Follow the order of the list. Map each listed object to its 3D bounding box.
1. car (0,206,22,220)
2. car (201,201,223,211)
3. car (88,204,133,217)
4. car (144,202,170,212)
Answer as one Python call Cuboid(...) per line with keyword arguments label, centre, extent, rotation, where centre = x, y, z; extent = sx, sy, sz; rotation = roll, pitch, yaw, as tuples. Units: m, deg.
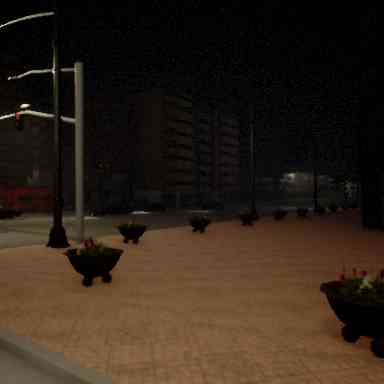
Cuboid(label="car", centre=(-18.318, 1.951, 30.316), extent=(1.895, 1.301, 4.718), rotation=(0, -1, 35))
Cuboid(label="car", centre=(3.329, 2.263, 54.899), extent=(1.882, 1.535, 5.008), rotation=(0, -1, 35))
Cuboid(label="car", centre=(-9.039, 2.017, 37.447), extent=(2.033, 1.411, 5.357), rotation=(-1, -1, 35))
Cuboid(label="car", centre=(-5.177, 2.230, 49.000), extent=(1.994, 1.385, 4.181), rotation=(-1, -1, 35))
